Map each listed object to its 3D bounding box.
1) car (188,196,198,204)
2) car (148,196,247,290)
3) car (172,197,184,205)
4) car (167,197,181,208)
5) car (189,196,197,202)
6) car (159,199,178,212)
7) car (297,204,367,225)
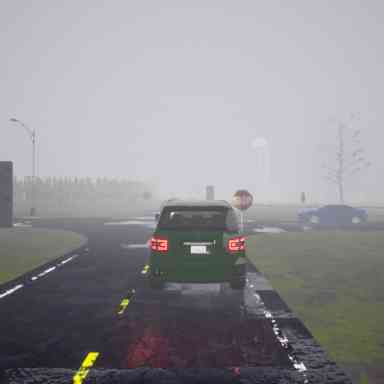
[{"bbox_3d":[0.279,1.615,68.762,2.033,1.411,5.357,0,0,0],"label":"car"},{"bbox_3d":[0.111,1.222,9.198,2.150,2.045,5.566,0,0,0],"label":"car"},{"bbox_3d":[-2.632,1.606,64.044,2.033,1.411,5.357,0,0,1],"label":"car"},{"bbox_3d":[-2.710,1.561,50.099,1.812,1.442,4.674,0,0,1],"label":"car"},{"bbox_3d":[0.205,1.618,80.595,1.812,1.442,4.674,0,0,0],"label":"car"},{"bbox_3d":[-2.733,1.586,39.487,1.994,1.385,4.181,0,0,0],"label":"car"},{"bbox_3d":[10.625,1.638,25.353,5.008,1.535,1.882,1,1,0],"label":"car"}]
